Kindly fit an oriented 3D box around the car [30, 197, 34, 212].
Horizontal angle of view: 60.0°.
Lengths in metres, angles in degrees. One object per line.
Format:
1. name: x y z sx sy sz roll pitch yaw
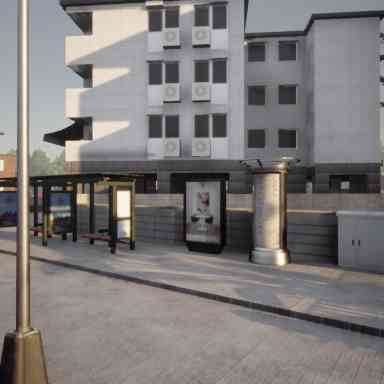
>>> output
1. car: -16.871 1.352 34.256 2.097 1.767 4.553 0 0 36
